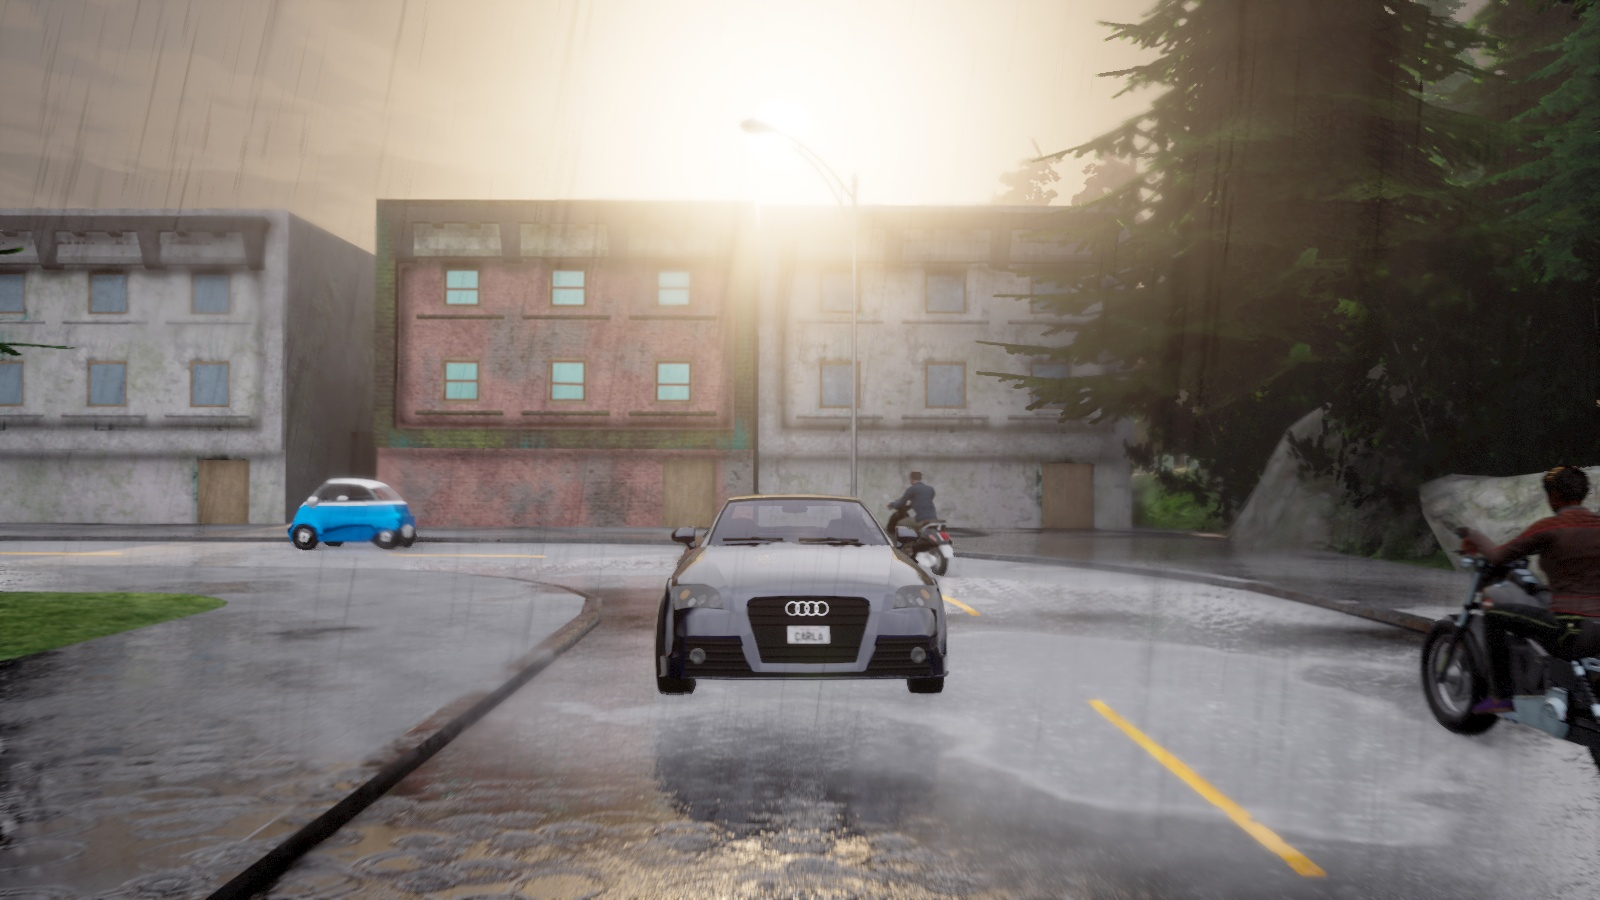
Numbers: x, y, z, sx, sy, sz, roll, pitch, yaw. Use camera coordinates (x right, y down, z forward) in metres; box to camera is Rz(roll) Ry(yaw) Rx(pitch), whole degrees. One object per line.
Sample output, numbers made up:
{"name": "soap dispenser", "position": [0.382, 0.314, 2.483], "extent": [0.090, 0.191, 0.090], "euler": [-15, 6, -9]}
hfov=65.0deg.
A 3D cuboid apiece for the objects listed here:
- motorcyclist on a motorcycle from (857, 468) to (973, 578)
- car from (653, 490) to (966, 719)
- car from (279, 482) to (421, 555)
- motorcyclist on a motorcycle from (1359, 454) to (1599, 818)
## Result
{"name": "motorcyclist on a motorcycle", "position": [1.753, 1.089, 19.433], "extent": [0.866, 1.590, 1.817], "euler": [-1, -1, -30]}
{"name": "car", "position": [-0.043, 1.048, 10.112], "extent": [1.994, 1.385, 4.181], "euler": [0, -1, -3]}
{"name": "car", "position": [-8.812, 1.318, 24.711], "extent": [2.207, 1.376, 1.481], "euler": [0, -1, 4]}
{"name": "motorcyclist on a motorcycle", "position": [3.980, 0.864, 6.874], "extent": [0.766, 1.649, 2.350], "euler": [0, -1, 0]}
